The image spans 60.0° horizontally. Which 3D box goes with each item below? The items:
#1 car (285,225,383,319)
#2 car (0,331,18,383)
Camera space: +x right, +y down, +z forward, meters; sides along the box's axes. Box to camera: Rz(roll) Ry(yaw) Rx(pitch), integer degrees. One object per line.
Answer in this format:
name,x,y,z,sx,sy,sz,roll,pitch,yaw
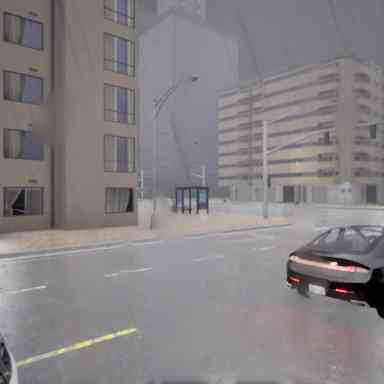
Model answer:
car,4.069,1.488,7.325,4.902,1.511,2.128,0,0,-39
car,-3.816,1.223,1.325,5.566,2.045,2.150,0,0,-32
